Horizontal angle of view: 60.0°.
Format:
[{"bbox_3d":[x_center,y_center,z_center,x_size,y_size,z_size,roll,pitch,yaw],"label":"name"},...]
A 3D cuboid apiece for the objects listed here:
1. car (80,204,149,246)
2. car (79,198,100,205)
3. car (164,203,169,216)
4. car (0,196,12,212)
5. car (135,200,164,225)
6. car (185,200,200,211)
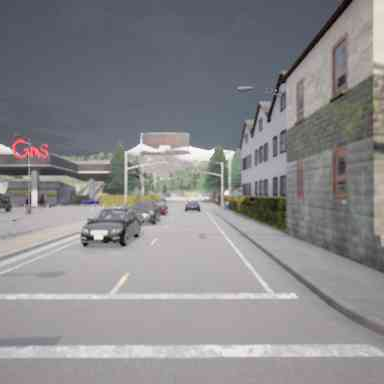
[{"bbox_3d":[-3.578,1.523,15.390,2.128,1.511,4.902,0,0,1],"label":"car"},{"bbox_3d":[-22.207,2.067,72.646,4.611,1.667,2.242,0,0,0],"label":"car"},{"bbox_3d":[-3.580,1.759,35.006,1.895,1.301,4.718,0,0,1],"label":"car"},{"bbox_3d":[-22.644,1.444,38.647,1.905,1.878,3.866,0,0,0],"label":"car"},{"bbox_3d":[-3.596,1.446,25.113,2.097,1.767,4.553,0,0,0],"label":"car"},{"bbox_3d":[0.105,1.780,43.864,1.994,1.385,4.181,0,0,1],"label":"car"}]
